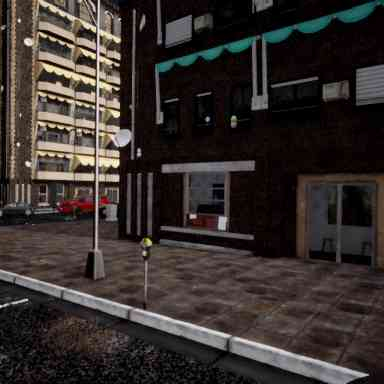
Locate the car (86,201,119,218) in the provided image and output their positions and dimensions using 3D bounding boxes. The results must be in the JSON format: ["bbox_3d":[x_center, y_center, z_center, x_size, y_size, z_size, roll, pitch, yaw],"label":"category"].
[{"bbox_3d":[-7.426,1.822,31.605,1.947,1.339,4.313,1,0,36],"label":"car"}]

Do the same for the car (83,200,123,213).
[{"bbox_3d":[-10.880,1.708,41.039,1.887,1.381,4.507,1,0,36],"label":"car"}]

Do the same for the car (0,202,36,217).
[{"bbox_3d":[-17.449,1.622,32.133,2.008,1.369,4.403,1,0,36],"label":"car"}]

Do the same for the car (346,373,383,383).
[{"bbox_3d":[2.671,1.552,1.109,4.403,1.369,2.008,0,1,36],"label":"car"}]

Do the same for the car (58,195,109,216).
[{"bbox_3d":[-11.518,1.388,35.780,2.150,2.045,5.566,1,0,37],"label":"car"}]
